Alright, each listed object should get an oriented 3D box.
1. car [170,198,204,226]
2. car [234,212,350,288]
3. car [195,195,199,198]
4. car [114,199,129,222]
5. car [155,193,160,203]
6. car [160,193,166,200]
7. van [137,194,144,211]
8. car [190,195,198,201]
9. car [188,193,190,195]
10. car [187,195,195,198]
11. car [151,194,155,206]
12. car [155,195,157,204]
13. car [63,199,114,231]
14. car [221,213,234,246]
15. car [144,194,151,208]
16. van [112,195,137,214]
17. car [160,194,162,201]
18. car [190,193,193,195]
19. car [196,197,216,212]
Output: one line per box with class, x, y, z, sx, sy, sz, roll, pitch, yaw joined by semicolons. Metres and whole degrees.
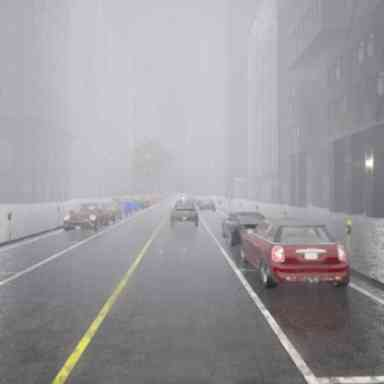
car;-0.543;1.454;23.323;2.128;1.511;4.902;0;0;-2
car;2.531;1.412;9.161;1.967;1.590;4.097;0;0;-2
car;1.397;1.464;48.889;2.008;1.369;4.403;0;0;-2
car;-6.476;1.538;25.938;2.008;1.369;4.403;0;0;-2
car;-7.450;1.254;59.988;2.192;1.841;5.009;0;0;-2
car;-7.937;1.234;77.013;2.192;1.841;5.009;0;0;-2
van;-6.801;1.312;37.288;1.690;1.788;3.998;0;0;-2
car;0.424;1.439;82.941;1.947;1.339;4.313;0;0;-2
car;0.585;1.318;77.265;1.967;1.590;4.097;0;0;-2
car;-1.039;1.430;40.779;2.128;1.511;4.902;0;0;-2
car;-7.126;1.269;48.638;2.192;1.841;5.009;0;0;-2
car;-7.286;1.512;54.314;1.947;1.339;4.313;0;0;-2
car;-6.314;1.436;20.262;1.967;1.590;4.097;0;0;-2
car;2.370;1.529;14.836;1.947;1.339;4.313;0;0;-2
car;-6.964;1.277;42.963;2.192;1.841;5.009;0;0;-2
van;-6.639;1.320;31.613;1.690;1.788;3.998;0;0;-2
car;-7.611;1.483;65.664;2.008;1.369;4.403;0;0;-2
car;0.905;1.416;66.085;1.752;1.417;4.829;0;0;-2
car;1.721;1.512;37.538;1.802;1.307;4.206;0;0;-2
